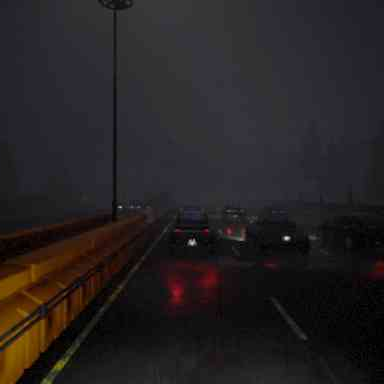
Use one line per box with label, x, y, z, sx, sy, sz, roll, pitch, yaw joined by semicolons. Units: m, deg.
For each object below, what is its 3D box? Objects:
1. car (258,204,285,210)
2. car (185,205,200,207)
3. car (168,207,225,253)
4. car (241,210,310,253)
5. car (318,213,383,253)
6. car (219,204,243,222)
car;7.016;1.794;29.294;1.837;1.490;4.892;0;0;0
car;0.014;1.831;28.975;2.033;1.411;5.357;0;-1;0
car;0.010;1.633;14.278;2.128;1.511;4.902;0;0;0
car;3.509;1.705;14.297;1.994;1.385;4.181;0;-1;0
car;7.010;1.648;14.277;1.837;1.490;4.892;0;0;0
car;3.517;1.779;29.275;2.128;1.511;4.902;0;0;0
